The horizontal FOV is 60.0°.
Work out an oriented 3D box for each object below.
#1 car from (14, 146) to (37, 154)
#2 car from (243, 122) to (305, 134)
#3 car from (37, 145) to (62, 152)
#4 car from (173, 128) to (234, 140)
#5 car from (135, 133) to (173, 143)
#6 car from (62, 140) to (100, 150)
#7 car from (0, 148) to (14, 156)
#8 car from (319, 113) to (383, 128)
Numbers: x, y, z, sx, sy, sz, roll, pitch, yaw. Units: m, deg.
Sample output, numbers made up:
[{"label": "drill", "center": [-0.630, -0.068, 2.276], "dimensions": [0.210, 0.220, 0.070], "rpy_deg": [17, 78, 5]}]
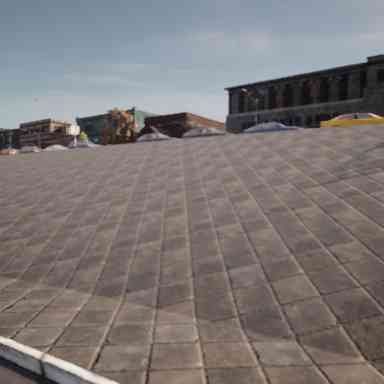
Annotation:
[{"label": "car", "center": [-20.652, -5.189, 43.377], "dimensions": [4.553, 1.767, 2.185], "rpy_deg": [2, 1, 37]}, {"label": "car", "center": [5.798, -4.147, 23.374], "dimensions": [4.674, 1.452, 2.002], "rpy_deg": [2, 2, 36]}, {"label": "car", "center": [-16.141, -4.882, 39.941], "dimensions": [4.674, 1.452, 2.002], "rpy_deg": [2, 1, 37]}, {"label": "car", "center": [1.321, -4.357, 26.644], "dimensions": [4.892, 1.521, 2.231], "rpy_deg": [2, 1, 37]}, {"label": "car", "center": [-3.073, -4.508, 29.982], "dimensions": [4.892, 1.521, 2.231], "rpy_deg": [2, 1, 37]}, {"label": "car", "center": [-11.770, -4.911, 36.609], "dimensions": [4.553, 1.767, 2.185], "rpy_deg": [2, 1, 37]}, {"label": "car", "center": [-25.041, -5.323, 46.723], "dimensions": [4.553, 1.767, 2.185], "rpy_deg": [2, 1, 37]}, {"label": "car", "center": [10.347, -4.013, 20.199], "dimensions": [5.008, 1.535, 2.097], "rpy_deg": [2, 2, 35]}]
